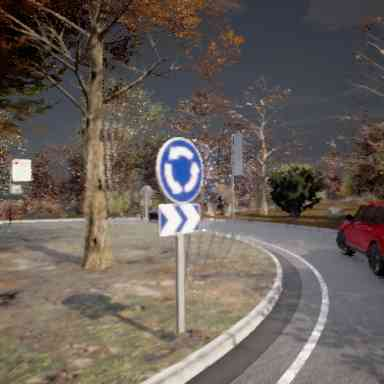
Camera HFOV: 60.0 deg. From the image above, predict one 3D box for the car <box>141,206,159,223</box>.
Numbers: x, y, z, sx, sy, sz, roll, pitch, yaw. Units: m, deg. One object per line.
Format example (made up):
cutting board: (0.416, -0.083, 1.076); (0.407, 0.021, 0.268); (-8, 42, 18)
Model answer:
car: (-1.966, 1.721, 26.786); (4.902, 1.511, 2.128); (0, -1, 33)

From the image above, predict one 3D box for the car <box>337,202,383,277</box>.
car: (6.386, 1.319, 10.570); (2.150, 2.045, 5.566); (0, -1, 10)
